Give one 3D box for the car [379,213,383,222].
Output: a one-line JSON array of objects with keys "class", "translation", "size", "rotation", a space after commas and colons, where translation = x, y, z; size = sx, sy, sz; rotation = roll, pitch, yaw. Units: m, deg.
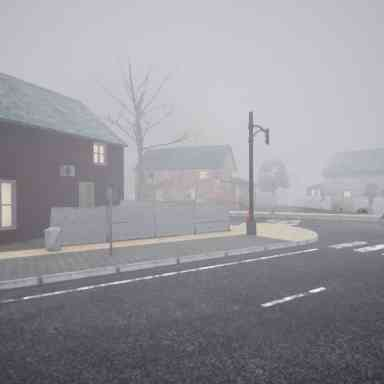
[{"class": "car", "translation": [14.838, 1.509, 20.739], "size": [5.357, 1.411, 2.033], "rotation": [1, 1, 14]}]
